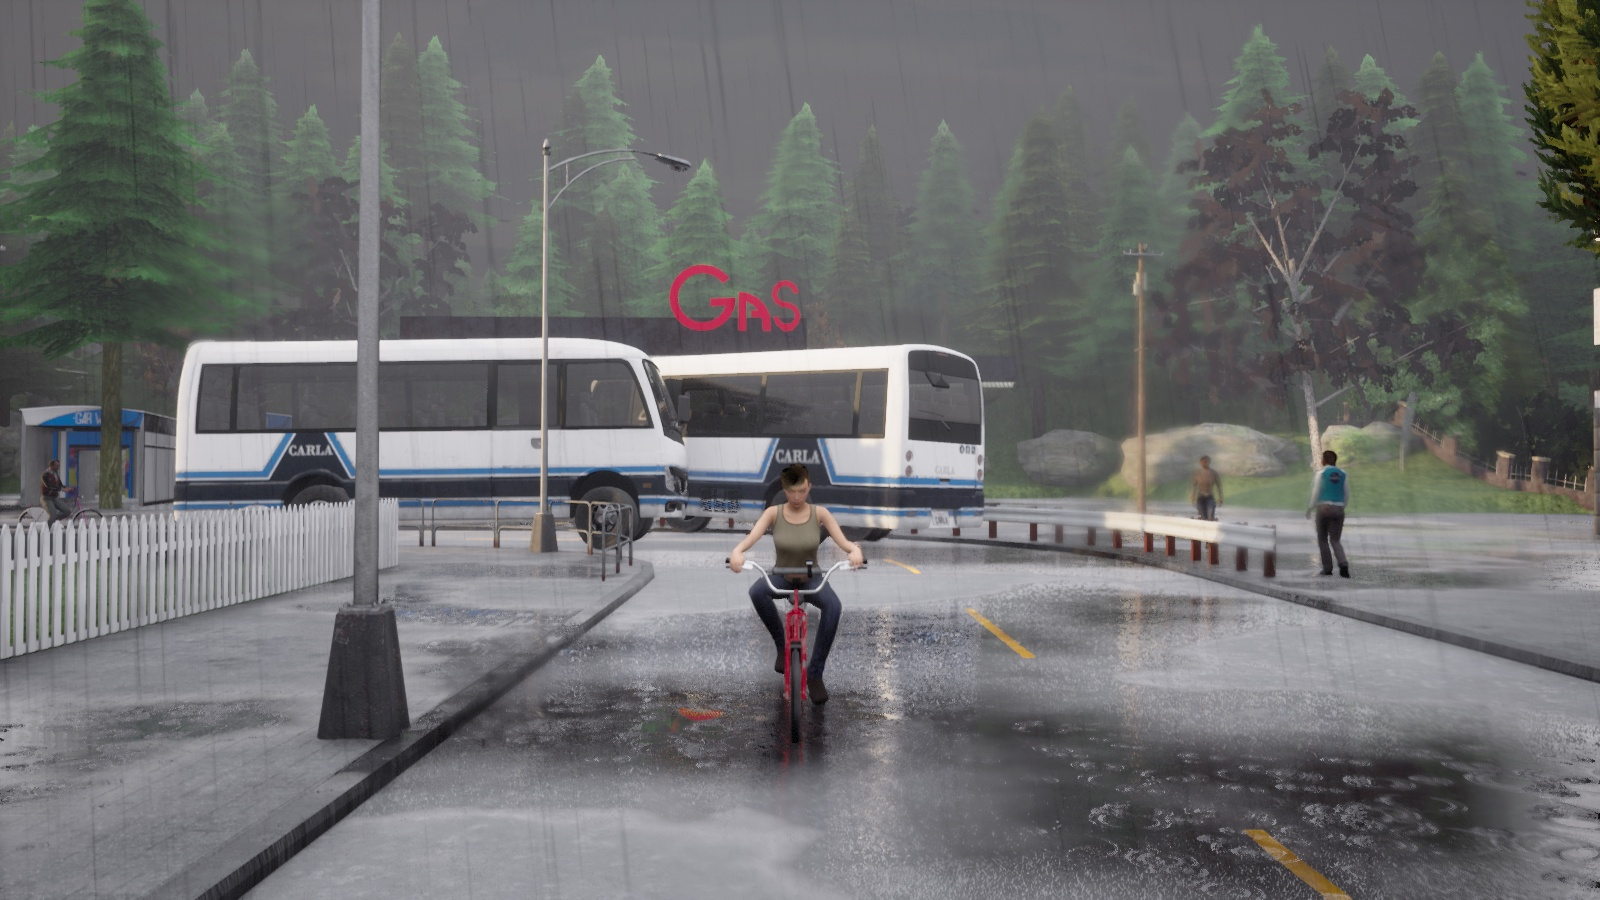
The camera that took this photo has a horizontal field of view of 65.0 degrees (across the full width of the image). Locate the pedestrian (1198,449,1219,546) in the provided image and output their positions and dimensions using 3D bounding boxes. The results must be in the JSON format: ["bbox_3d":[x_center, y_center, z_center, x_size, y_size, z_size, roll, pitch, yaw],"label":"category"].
[{"bbox_3d":[7.791,0.901,23.921,0.328,1.805,0.869,-1,-1,21],"label":"pedestrian"}]

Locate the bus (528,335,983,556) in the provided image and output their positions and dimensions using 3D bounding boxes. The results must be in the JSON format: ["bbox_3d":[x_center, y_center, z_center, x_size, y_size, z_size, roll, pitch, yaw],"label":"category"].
[{"bbox_3d":[-1.317,-0.060,28.862,10.273,4.253,3.944,0,-2,39],"label":"bus"}]

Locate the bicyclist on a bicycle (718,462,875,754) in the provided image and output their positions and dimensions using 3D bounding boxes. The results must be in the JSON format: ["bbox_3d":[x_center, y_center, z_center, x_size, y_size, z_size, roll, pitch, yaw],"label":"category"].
[{"bbox_3d":[-0.016,0.884,7.715,0.866,1.612,1.509,0,-1,0],"label":"bicyclist on a bicycle"}]

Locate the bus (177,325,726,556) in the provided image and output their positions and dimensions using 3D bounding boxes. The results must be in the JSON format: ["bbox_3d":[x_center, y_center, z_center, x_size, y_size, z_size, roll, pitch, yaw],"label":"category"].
[{"bbox_3d":[-6.829,-0.087,26.131,10.273,4.253,3.944,-1,-3,0],"label":"bus"}]

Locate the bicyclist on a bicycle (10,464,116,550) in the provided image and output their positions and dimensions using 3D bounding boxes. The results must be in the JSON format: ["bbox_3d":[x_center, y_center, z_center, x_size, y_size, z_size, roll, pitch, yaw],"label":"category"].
[{"bbox_3d":[-15.588,1.203,26.584,1.843,1.776,0.659,0,-1,0],"label":"bicyclist on a bicycle"}]

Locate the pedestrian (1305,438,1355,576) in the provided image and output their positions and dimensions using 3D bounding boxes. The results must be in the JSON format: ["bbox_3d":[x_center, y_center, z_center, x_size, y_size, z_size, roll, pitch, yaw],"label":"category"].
[{"bbox_3d":[7.568,0.802,17.939,0.396,1.930,0.692,0,-1,0],"label":"pedestrian"}]
